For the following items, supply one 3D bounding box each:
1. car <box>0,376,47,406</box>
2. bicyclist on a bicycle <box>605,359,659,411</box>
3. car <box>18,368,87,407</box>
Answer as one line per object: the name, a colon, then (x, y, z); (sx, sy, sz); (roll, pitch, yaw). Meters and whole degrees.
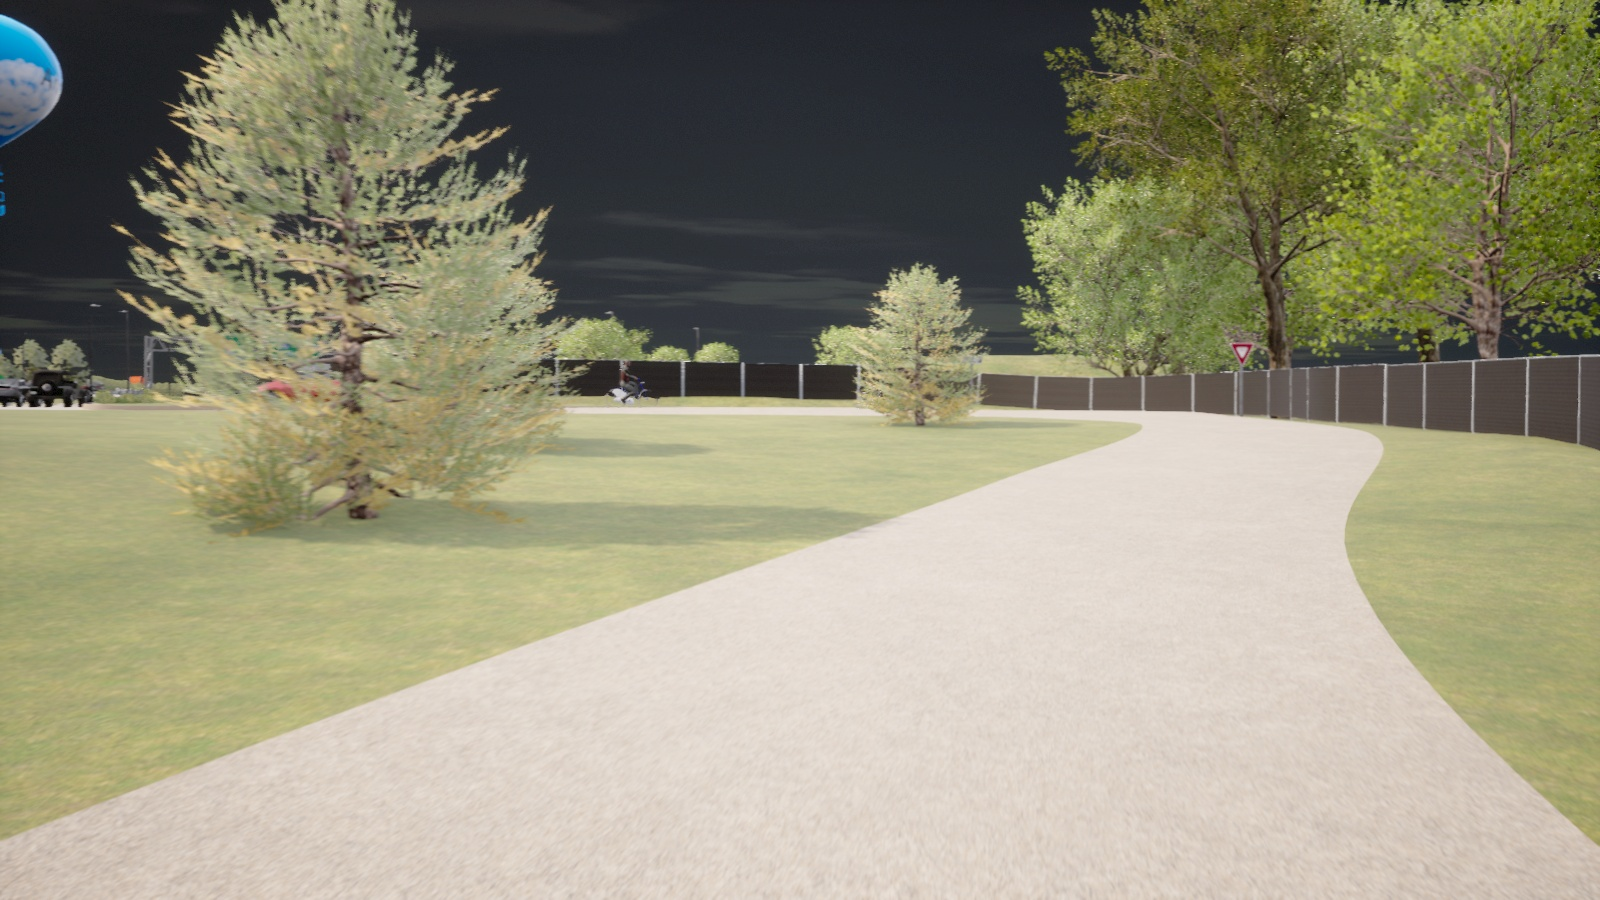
car: (-42.018, -3.104, 66.701); (2.128, 1.511, 4.902); (0, 2, -14)
bicyclist on a bicycle: (-5.925, -2.279, 44.292); (1.843, 1.776, 0.659); (0, 1, -13)
car: (-37.498, -3.123, 63.108); (1.905, 1.878, 3.866); (0, 2, -14)
